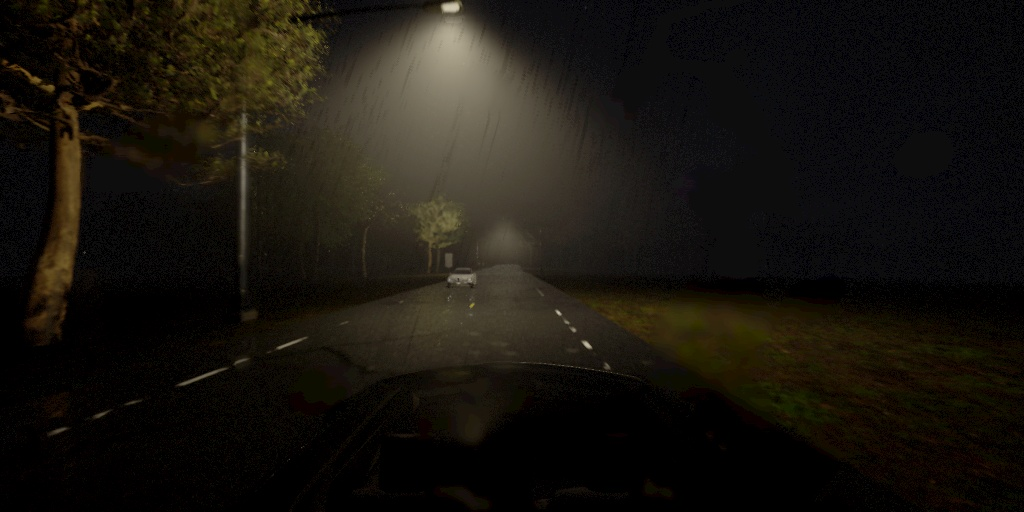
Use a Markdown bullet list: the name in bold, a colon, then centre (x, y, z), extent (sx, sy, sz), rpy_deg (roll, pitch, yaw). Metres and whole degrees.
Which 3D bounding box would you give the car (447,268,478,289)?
- **car**: centre (-3.604, 1.608, 26.542), extent (1.812, 1.442, 4.674), rpy_deg (0, -1, 0)
